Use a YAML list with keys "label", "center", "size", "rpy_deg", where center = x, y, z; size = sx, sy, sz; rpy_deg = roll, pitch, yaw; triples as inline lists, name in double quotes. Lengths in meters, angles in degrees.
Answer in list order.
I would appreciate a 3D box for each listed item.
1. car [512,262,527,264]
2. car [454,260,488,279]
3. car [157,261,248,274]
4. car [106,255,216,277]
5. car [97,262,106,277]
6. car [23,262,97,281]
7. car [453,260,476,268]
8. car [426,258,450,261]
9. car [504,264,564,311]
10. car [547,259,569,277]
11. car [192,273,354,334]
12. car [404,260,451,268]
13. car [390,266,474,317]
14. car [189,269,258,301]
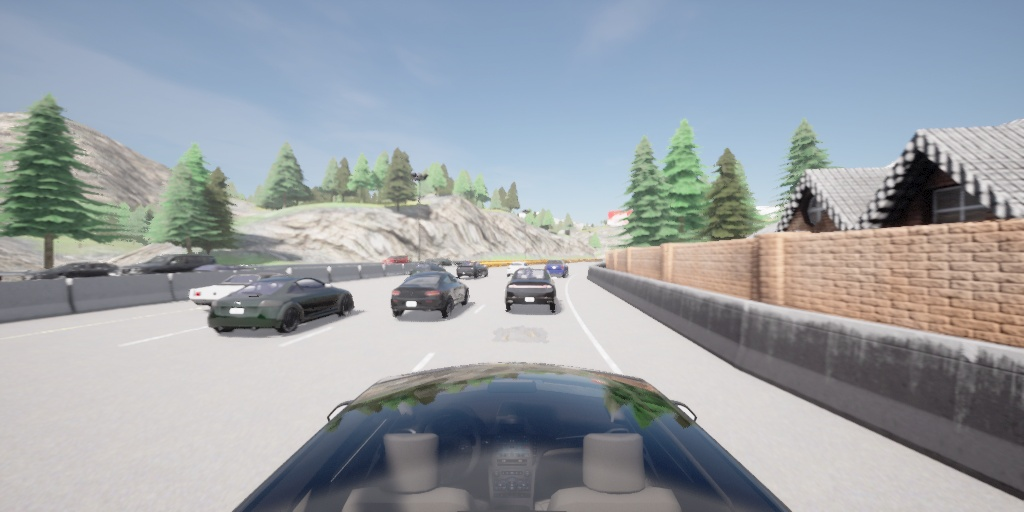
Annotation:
- label: "car"
  center: [0.733, 1.281, 35.259]
  size: [1.812, 1.442, 4.674]
  rpy_deg: [0, 0, 13]
- label: "car"
  center: [-3.507, 1.235, 32.323]
  size: [2.128, 1.511, 4.902]
  rpy_deg: [0, 0, 12]
- label: "car"
  center: [-19.462, 1.244, 23.686]
  size: [2.033, 1.411, 5.357]
  rpy_deg: [0, 0, 8]
- label: "car"
  center: [-22.891, 0.911, 24.237]
  size: [2.150, 2.045, 5.566]
  rpy_deg: [0, 0, 8]
- label: "car"
  center: [-26.125, 1.169, 26.189]
  size: [2.128, 1.511, 4.902]
  rpy_deg: [0, 0, 9]
- label: "car"
  center: [-29.855, 1.171, 24.766]
  size: [1.837, 1.490, 4.892]
  rpy_deg: [0, 0, 8]
- label: "car"
  center: [-8.435, 1.334, 64.100]
  size: [1.895, 1.301, 4.718]
  rpy_deg: [0, 0, 23]
- label: "car"
  center: [-12.590, 1.073, 63.090]
  size: [2.097, 1.767, 4.553]
  rpy_deg: [0, 0, 22]
- label: "car"
  center: [0.807, 1.245, 14.416]
  size: [2.128, 1.511, 4.902]
  rpy_deg: [0, 0, 5]
- label: "car"
  center: [4.425, 1.118, 35.554]
  size: [2.097, 1.767, 4.553]
  rpy_deg: [0, 0, 13]
- label: "car"
  center: [-6.498, 1.296, 10.635]
  size: [1.994, 1.385, 4.181]
  rpy_deg: [0, 0, 4]
- label: "car"
  center: [-7.273, 1.296, 31.332]
  size: [1.994, 1.385, 4.181]
  rpy_deg: [0, 0, 11]
- label: "car"
  center: [-2.830, 1.269, 13.002]
  size: [1.812, 1.442, 4.674]
  rpy_deg: [0, 0, 4]
- label: "car"
  center: [-9.765, 1.324, 14.297]
  size: [1.895, 1.301, 4.718]
  rpy_deg: [0, 0, 5]
